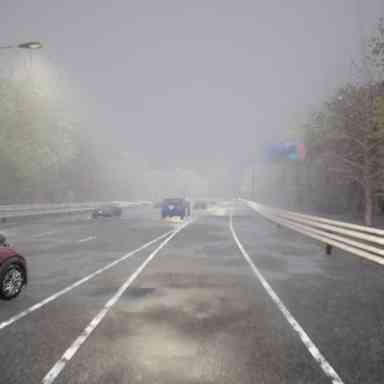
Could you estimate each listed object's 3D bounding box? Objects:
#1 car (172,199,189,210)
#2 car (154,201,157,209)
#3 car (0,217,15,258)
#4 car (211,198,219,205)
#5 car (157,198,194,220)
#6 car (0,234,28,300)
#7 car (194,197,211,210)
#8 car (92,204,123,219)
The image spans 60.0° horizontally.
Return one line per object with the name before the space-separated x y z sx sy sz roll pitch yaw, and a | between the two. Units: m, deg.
car | -1.893 2.039 57.180 2.097 1.767 4.553 0 -1 7
car | -5.347 2.179 57.748 1.837 1.490 4.892 0 -1 7
car | -7.991 1.599 9.922 2.033 1.411 5.357 0 -1 7
car | 5.386 2.644 86.219 1.812 1.442 4.674 0 -1 7
car | -1.528 1.600 32.690 2.150 2.045 5.566 0 -1 7
car | -4.984 1.379 5.805 2.097 1.767 4.553 0 -1 7
car | 1.567 2.054 56.670 2.097 1.767 4.553 0 -1 7
car | -8.456 1.910 33.650 1.994 1.385 4.181 0 -1 7
